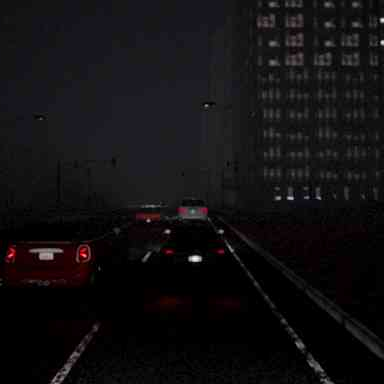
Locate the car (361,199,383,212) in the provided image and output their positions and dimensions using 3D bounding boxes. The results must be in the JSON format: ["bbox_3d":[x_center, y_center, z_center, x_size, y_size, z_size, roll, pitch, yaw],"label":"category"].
[{"bbox_3d":[21.669,1.569,38.259,4.097,1.590,1.967,0,-2,-1],"label":"car"}]

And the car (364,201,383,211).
[{"bbox_3d":[26.878,1.939,46.349,4.829,1.417,1.752,0,-2,-1],"label":"car"}]

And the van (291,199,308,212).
[{"bbox_3d":[15.860,1.809,46.201,3.998,1.788,1.690,0,-2,-1],"label":"van"}]

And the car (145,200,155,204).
[{"bbox_3d":[-9.881,2.496,77.926,1.895,1.301,4.718,0,-1,0],"label":"car"}]

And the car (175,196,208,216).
[{"bbox_3d":[0.058,1.447,25.310,2.150,2.045,5.566,0,-1,0],"label":"car"}]

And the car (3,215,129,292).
[{"bbox_3d":[-3.165,1.432,9.340,2.097,1.767,4.553,0,0,0],"label":"car"}]

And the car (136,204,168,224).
[{"bbox_3d":[-3.193,1.843,26.593,1.895,1.301,4.718,0,-1,0],"label":"car"}]

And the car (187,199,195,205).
[{"bbox_3d":[-0.147,2.577,87.010,2.033,1.411,5.357,0,-1,0],"label":"car"}]

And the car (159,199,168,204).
[{"bbox_3d":[-6.631,2.401,77.963,1.837,1.490,4.892,0,-1,0],"label":"car"}]

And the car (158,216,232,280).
[{"bbox_3d":[0.083,1.651,10.279,1.994,1.385,4.181,0,-1,0],"label":"car"}]

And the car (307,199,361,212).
[{"bbox_3d":[16.256,1.681,38.180,4.829,1.417,1.752,0,-2,-1],"label":"car"}]

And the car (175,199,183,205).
[{"bbox_3d":[-3.397,2.515,87.006,1.882,1.535,5.008,0,-1,0],"label":"car"}]
